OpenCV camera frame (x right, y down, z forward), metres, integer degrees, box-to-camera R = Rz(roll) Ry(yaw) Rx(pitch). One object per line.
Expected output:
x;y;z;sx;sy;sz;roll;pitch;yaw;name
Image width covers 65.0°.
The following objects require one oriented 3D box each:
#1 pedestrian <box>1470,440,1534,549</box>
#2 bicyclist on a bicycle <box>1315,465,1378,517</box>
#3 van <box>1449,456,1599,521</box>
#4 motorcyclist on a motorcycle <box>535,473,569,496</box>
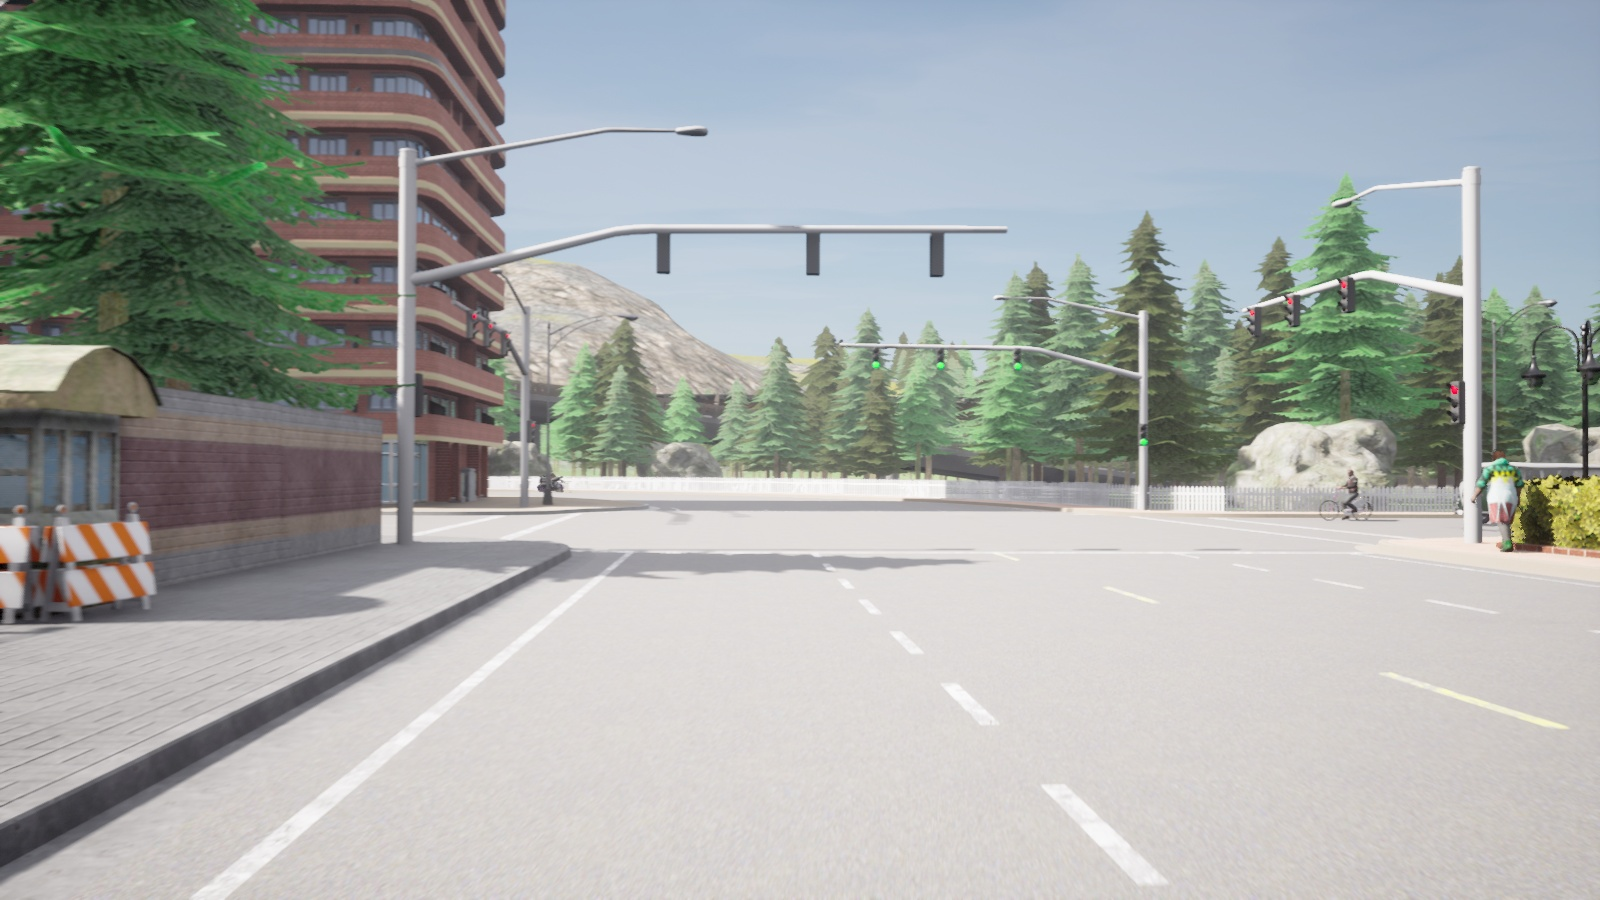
12.812;0.808;22.949;0.659;1.952;0.873;0;-1;0;pedestrian
18.645;1.393;42.852;1.843;1.776;0.659;0;-1;-3;bicyclist on a bicycle
23.124;1.204;39.560;4.442;1.987;1.775;0;-1;-3;van
-16.921;2.344;85.583;2.191;1.530;0.866;-1;-1;28;motorcyclist on a motorcycle
